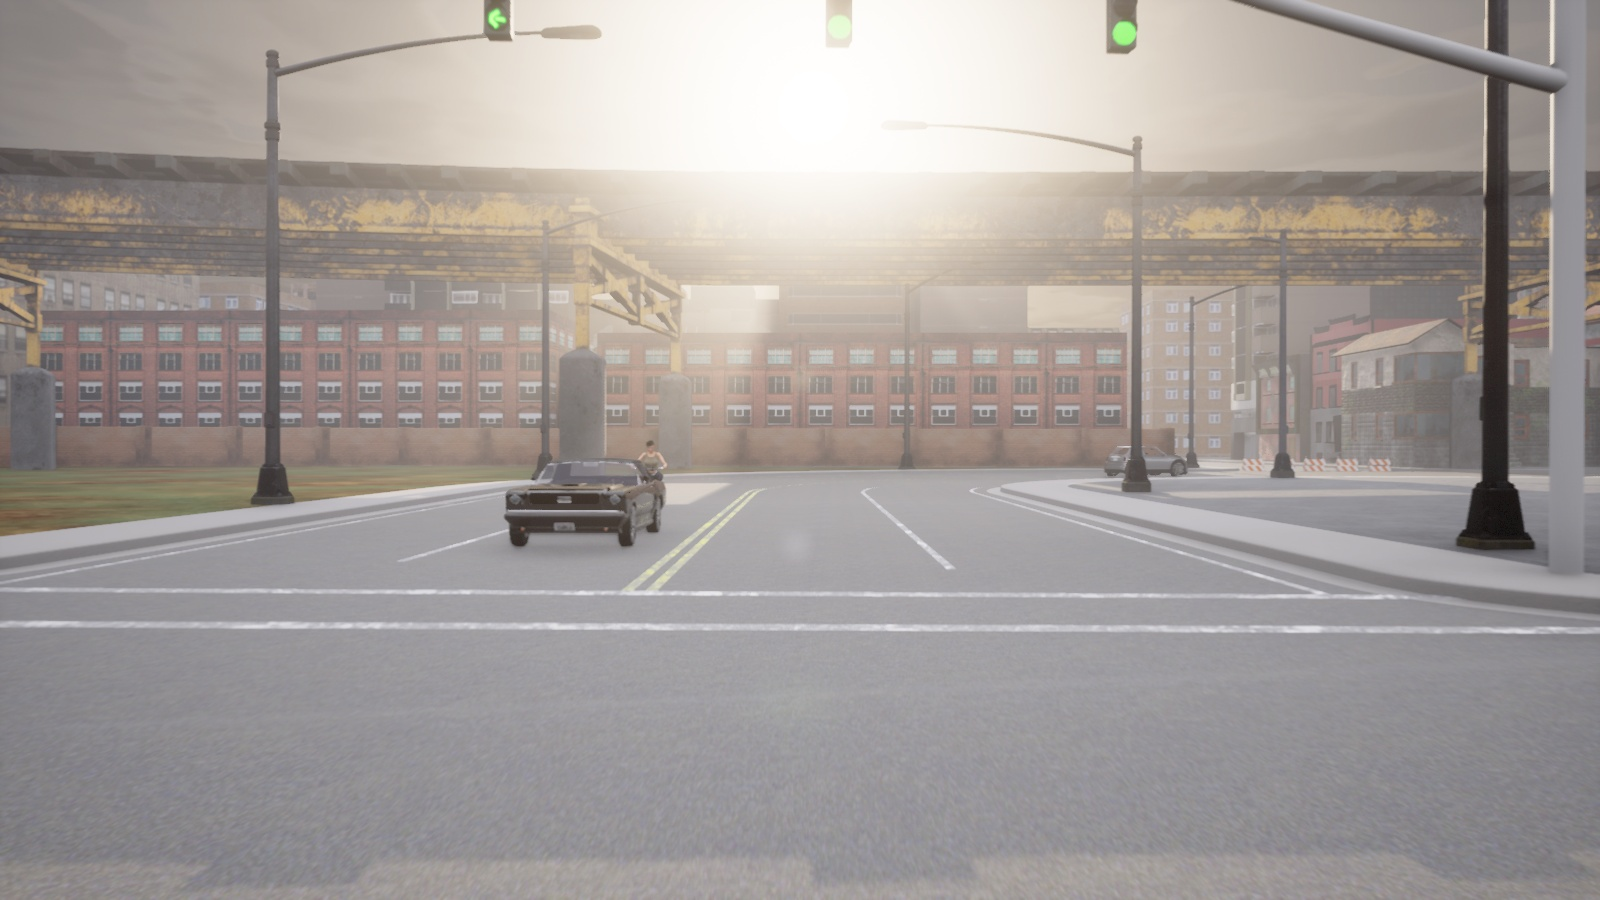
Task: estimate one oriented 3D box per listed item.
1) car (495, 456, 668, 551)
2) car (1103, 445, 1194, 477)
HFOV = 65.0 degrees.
[{"bbox_3d":[-3.359,0.779,20.239,1.895,1.301,4.718,0,0,1],"label":"car"},{"bbox_3d":[16.689,0.526,60.195,3.806,1.475,1.970,0,0,-22],"label":"car"}]
